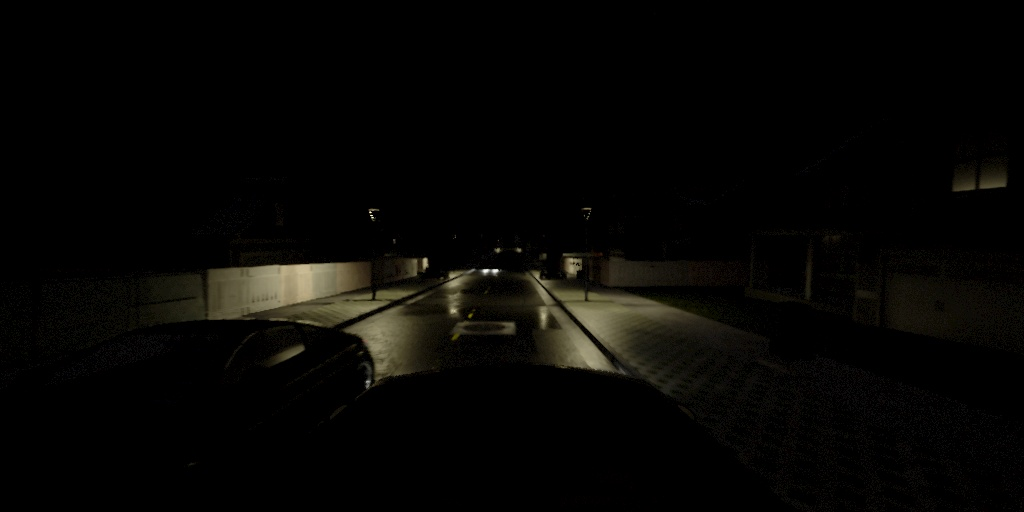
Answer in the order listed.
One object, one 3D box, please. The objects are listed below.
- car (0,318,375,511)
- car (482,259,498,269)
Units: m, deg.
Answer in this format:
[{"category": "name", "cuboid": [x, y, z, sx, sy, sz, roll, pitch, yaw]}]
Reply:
[{"category": "car", "cuboid": [-2.848, 1.310, 3.190, 1.994, 1.385, 4.181, 0, 0, 0]}, {"category": "car", "cuboid": [-2.813, 1.037, 47.089, 1.994, 1.385, 4.181, 0, 0, 0]}]
